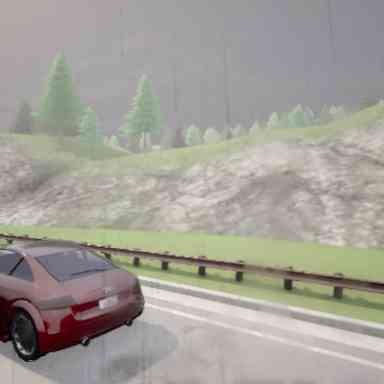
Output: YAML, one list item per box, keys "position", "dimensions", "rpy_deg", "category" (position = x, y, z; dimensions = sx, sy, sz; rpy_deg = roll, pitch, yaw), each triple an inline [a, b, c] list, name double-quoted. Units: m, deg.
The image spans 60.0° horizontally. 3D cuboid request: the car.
- position: [-2.864, 1.579, 5.993]
  dimensions: [4.181, 1.385, 1.994]
  rpy_deg: [0, 0, 35]
  category: "car"
